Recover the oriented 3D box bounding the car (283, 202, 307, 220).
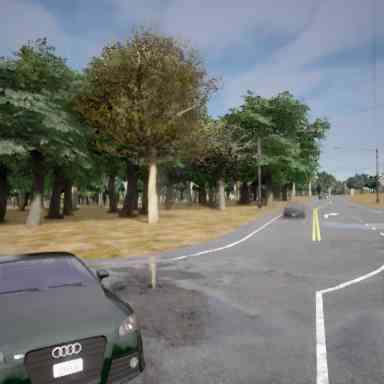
[{"bbox_3d":[9.543,1.682,30.846,1.882,1.535,5.008,-1,0,20],"label":"car"}]

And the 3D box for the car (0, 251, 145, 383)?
[{"bbox_3d":[-2.331,1.650,5.032,1.994,1.385,4.181,1,-2,-33],"label":"car"}]
